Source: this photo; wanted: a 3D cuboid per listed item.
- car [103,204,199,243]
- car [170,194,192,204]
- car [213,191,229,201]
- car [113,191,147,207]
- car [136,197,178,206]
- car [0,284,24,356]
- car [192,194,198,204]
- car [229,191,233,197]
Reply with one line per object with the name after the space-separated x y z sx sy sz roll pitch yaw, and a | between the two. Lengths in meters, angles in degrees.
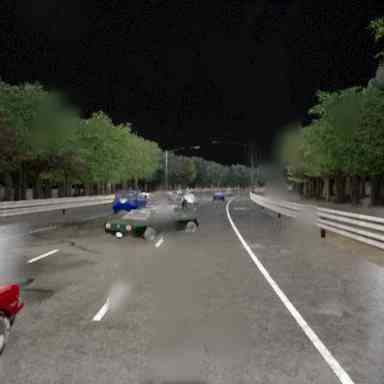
-1.660 1.439 15.427 1.895 1.301 4.718 1 1 36 | car
-1.542 1.081 35.299 2.128 1.511 4.902 0 1 6 | car
4.780 0.756 57.564 1.882 1.535 5.008 0 1 10 | car
-5.418 0.878 29.973 2.150 2.045 5.566 0 1 5 | car
-2.471 1.325 24.512 1.895 1.301 4.718 0 1 4 | car
-3.464 1.576 2.822 1.895 1.301 4.718 0 1 1 | car
-0.321 0.980 46.088 1.812 1.442 4.674 0 1 7 | car
8.412 0.352 77.089 1.994 1.385 4.181 0 1 12 | car
